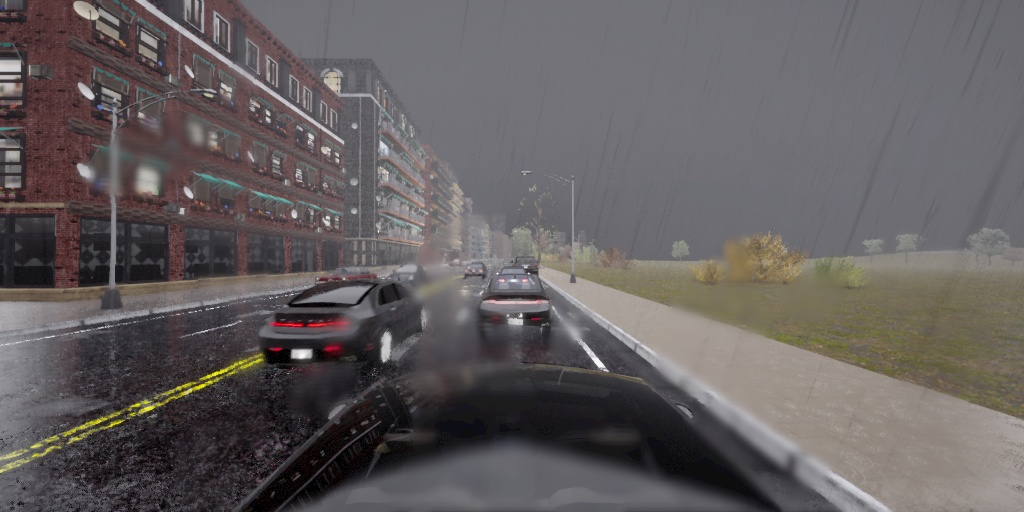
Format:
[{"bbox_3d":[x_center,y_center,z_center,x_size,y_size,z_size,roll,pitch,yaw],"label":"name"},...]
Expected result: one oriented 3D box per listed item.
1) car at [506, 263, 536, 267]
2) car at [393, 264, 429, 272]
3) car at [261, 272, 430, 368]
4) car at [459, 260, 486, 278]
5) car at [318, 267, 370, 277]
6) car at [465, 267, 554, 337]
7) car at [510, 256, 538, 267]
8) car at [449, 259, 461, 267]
[{"bbox_3d":[0.068,1.301,20.740,2.033,1.411,5.357,0,0,0],"label":"car"},{"bbox_3d":[-6.654,1.279,23.451,1.812,1.442,4.674,0,0,0],"label":"car"},{"bbox_3d":[-3.162,1.253,7.814,1.837,1.490,4.892,0,-1,0],"label":"car"},{"bbox_3d":[-3.208,1.302,32.479,2.033,1.411,5.357,0,0,0],"label":"car"},{"bbox_3d":[-9.886,1.354,21.695,1.895,1.301,4.718,0,0,0],"label":"car"},{"bbox_3d":[0.085,1.243,10.300,2.128,1.511,4.902,0,0,0],"label":"car"},{"bbox_3d":[1.082,0.979,30.952,2.150,2.045,5.566,0,0,0],"label":"car"},{"bbox_3d":[-9.925,1.278,63.800,1.812,1.442,4.674,0,0,0],"label":"car"}]
